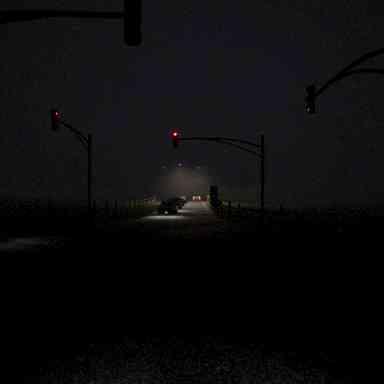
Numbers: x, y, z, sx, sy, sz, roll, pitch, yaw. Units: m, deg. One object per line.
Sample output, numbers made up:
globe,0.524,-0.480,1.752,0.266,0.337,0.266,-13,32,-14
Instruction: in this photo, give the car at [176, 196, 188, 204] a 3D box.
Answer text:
car,-1.923,1.581,63.820,1.994,1.385,4.181,0,0,2

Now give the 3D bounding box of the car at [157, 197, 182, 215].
car,-2.414,1.554,34.190,2.033,1.411,5.357,0,0,0

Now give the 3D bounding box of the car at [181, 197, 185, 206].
car,-2.265,1.514,43.968,1.837,1.490,4.892,0,0,1

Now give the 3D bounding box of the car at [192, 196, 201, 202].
car,1.066,1.617,75.962,1.895,1.301,4.718,0,0,1

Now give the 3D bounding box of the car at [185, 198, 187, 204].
car,-2.122,1.560,53.815,2.033,1.411,5.357,0,0,1
